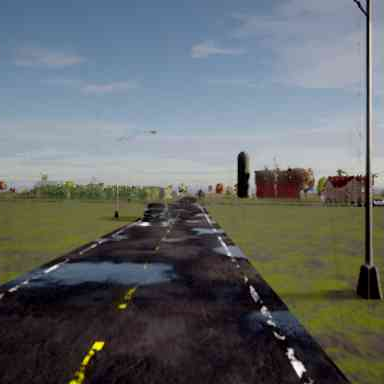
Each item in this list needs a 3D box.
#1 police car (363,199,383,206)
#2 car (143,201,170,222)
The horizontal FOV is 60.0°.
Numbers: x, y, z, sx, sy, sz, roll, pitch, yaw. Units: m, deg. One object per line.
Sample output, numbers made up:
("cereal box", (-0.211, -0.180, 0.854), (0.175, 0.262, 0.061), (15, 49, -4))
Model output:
("police car", (39.100, 2.221, 70.763), (4.974, 1.542, 2.038), (1, 0, 0))
("car", (-2.856, 1.558, 27.240), (1.837, 1.490, 4.892), (0, 0, 0))
